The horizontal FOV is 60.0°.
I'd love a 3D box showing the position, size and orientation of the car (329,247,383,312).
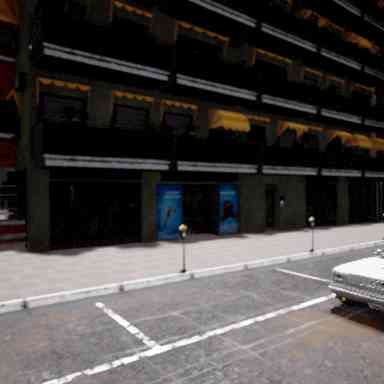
[{"bbox_3d":[4.944,1.672,6.978,4.718,1.301,1.895,1,0,-36],"label":"car"}]
